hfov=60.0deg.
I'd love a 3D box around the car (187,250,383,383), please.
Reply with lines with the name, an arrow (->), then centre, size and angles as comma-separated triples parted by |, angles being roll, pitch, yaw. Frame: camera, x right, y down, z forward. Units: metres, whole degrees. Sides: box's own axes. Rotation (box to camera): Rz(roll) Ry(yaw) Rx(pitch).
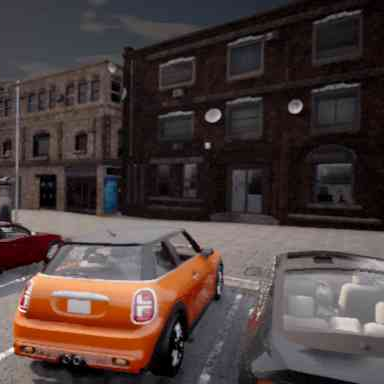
car -> 1.702, 1.488, 4.187 | 2.231, 1.521, 4.892 | 0, -1, 15

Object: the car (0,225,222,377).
car -> -0.773, 1.379, 5.919 | 2.185, 1.767, 4.553 | 0, -1, 15

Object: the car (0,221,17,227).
car -> -5.731, 1.540, 9.379 | 2.097, 1.535, 5.008 | 0, -1, 14
